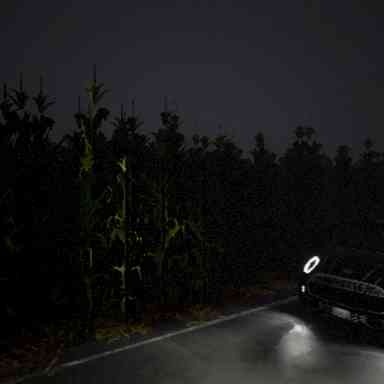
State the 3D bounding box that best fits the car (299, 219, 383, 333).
[{"bbox_3d":[4.202,1.353,6.655,4.553,1.767,2.097,0,0,-36],"label":"car"}]
